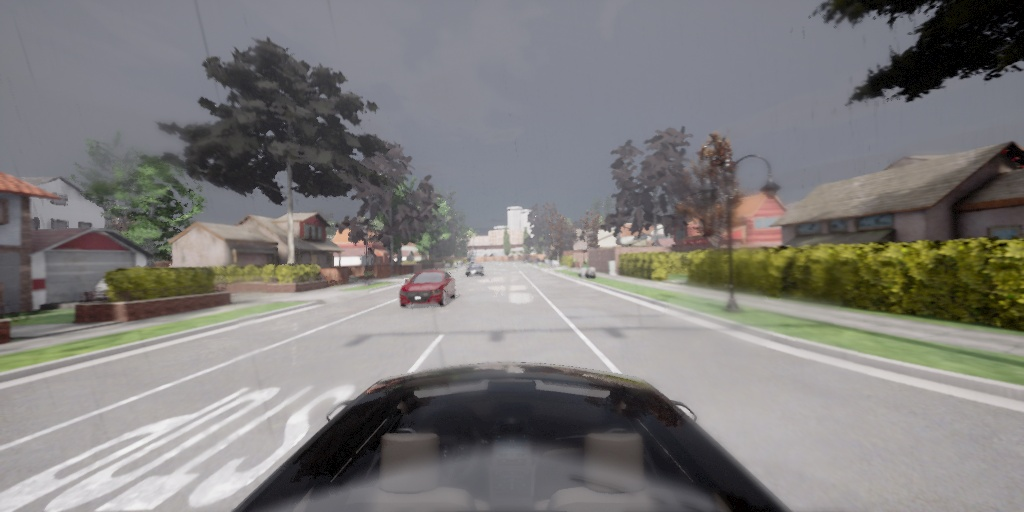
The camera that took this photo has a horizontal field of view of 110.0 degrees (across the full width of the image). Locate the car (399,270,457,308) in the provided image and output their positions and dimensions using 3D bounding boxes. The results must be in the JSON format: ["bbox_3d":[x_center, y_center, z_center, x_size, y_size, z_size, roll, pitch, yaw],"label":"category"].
[{"bbox_3d":[-3.815,1.422,16.889,1.882,1.535,5.008,-2,0,-1],"label":"car"}]

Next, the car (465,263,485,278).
[{"bbox_3d":[-4.126,1.571,40.530,2.128,1.511,4.902,-2,0,-1],"label":"car"}]
